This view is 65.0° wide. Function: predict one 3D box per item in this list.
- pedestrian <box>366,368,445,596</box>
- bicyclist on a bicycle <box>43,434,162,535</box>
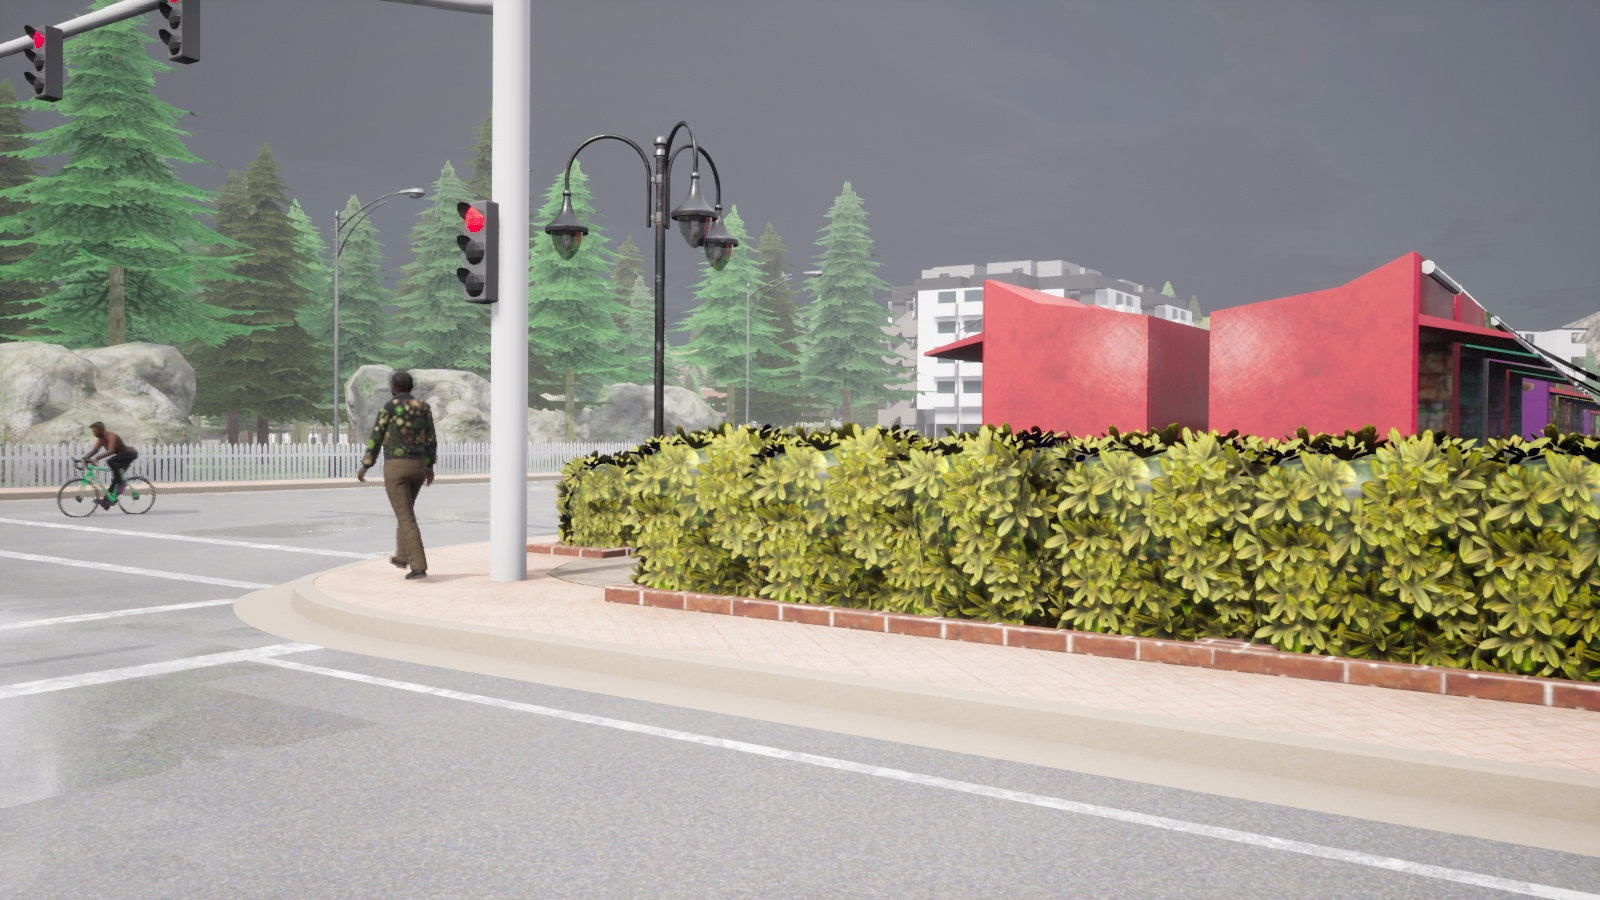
[{"bbox_3d":[-3.456,0.267,10.986,0.395,1.930,0.692,-1,1,-41],"label":"pedestrian"},{"bbox_3d":[-11.798,0.556,21.287,0.582,1.620,1.656,0,1,33],"label":"bicyclist on a bicycle"}]
